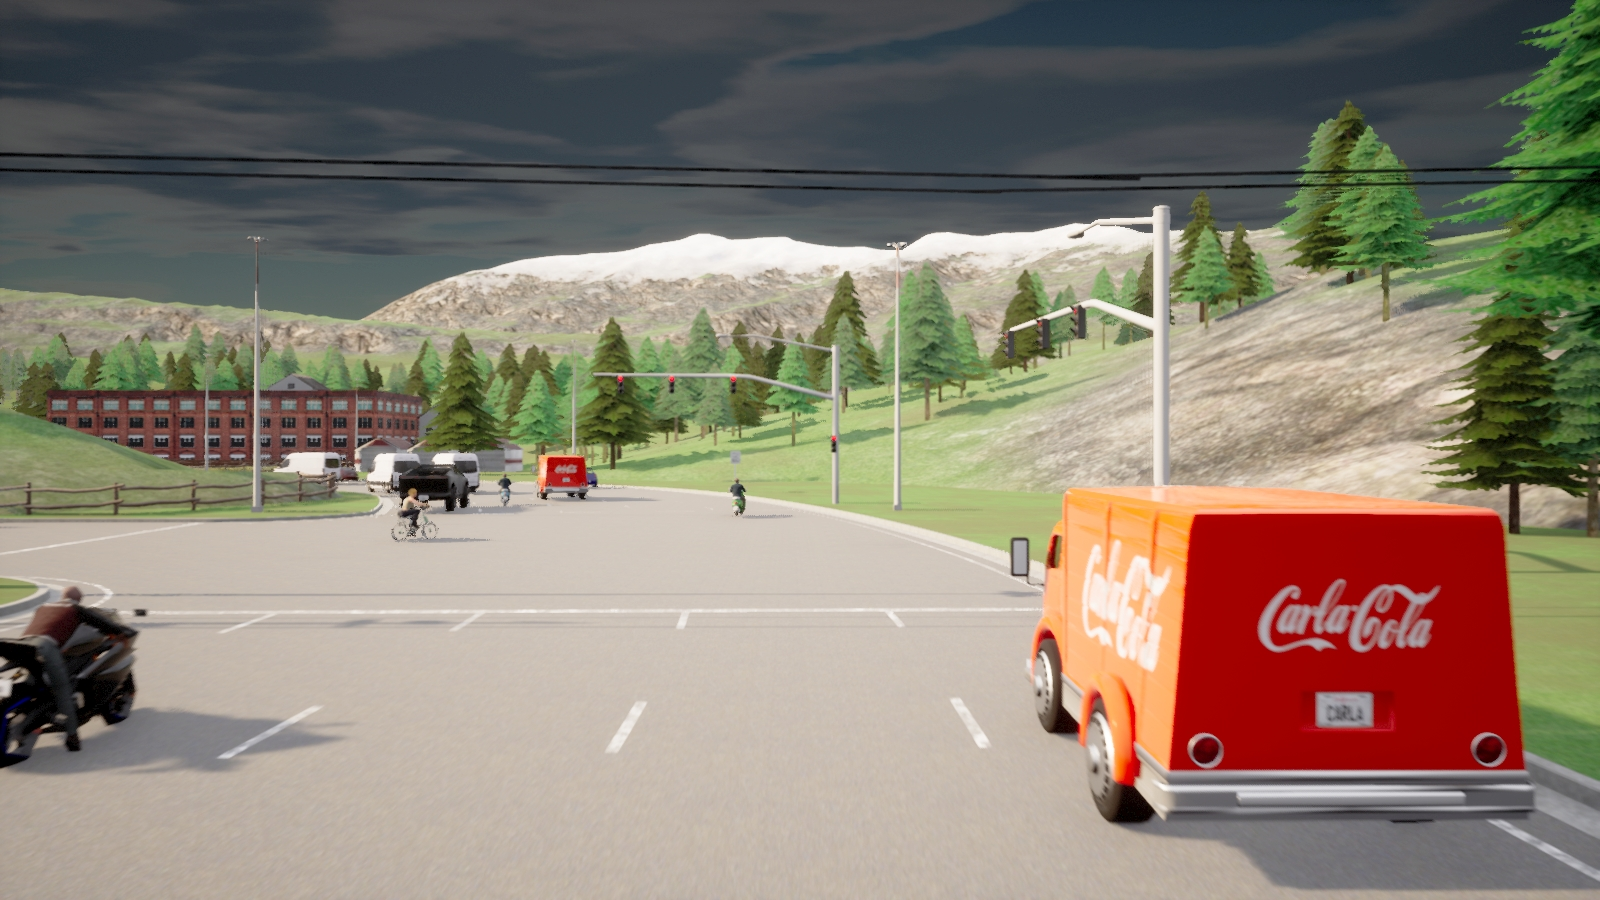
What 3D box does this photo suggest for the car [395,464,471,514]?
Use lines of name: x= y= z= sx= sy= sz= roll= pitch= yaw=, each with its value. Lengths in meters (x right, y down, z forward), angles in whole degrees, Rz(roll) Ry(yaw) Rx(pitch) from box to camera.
car: x=-17.014 y=1.738 z=53.321 sx=2.390 sy=2.098 sz=6.274 roll=0 pitch=0 yaw=-8

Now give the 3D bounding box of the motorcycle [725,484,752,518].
motorcycle: x=-2.563 y=2.128 z=47.954 sx=0.856 sy=1.316 sz=1.805 roll=-2 pitch=0 yaw=4

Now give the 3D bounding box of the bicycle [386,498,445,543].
bicycle: x=-11.815 y=2.147 z=35.089 sx=1.487 sy=1.276 sz=0.859 roll=0 pitch=-2 yaw=-42

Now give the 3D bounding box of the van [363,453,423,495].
van: x=-26.350 y=1.513 z=73.811 sx=1.988 sy=2.561 sz=5.915 roll=1 pitch=0 yaw=-36

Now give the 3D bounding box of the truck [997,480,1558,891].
truck: x=3.485 y=1.565 z=9.867 sx=2.627 sy=2.467 sz=5.204 roll=0 pitch=0 yaw=-1

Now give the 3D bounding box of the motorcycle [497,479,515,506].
motorcycle: x=-14.868 y=2.125 z=57.676 sx=0.856 sy=1.316 sz=1.805 roll=0 pitch=0 yaw=-15

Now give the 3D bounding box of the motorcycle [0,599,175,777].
motorcycle: x=-7.038 y=2.201 z=10.994 sx=0.867 sy=1.251 sz=2.209 roll=0 pitch=0 yaw=-1

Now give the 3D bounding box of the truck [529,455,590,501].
truck: x=-13.803 y=1.548 z=65.423 sx=2.627 sy=2.467 sz=5.204 roll=0 pitch=0 yaw=-21
